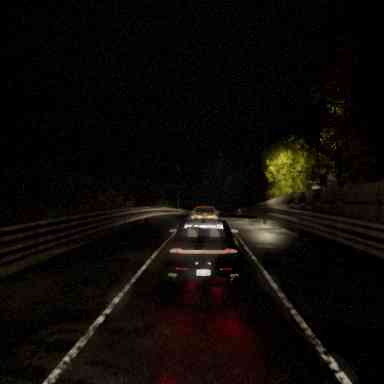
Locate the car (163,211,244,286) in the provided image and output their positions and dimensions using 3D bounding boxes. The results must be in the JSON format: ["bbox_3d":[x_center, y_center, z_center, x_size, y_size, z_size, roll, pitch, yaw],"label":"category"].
[{"bbox_3d":[0.326,1.500,9.434,2.128,1.511,4.902,0,0,2],"label":"car"}]

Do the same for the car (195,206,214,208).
[{"bbox_3d":[0.872,1.709,22.817,1.882,1.535,5.008,0,-2,3],"label":"car"}]

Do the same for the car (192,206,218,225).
[{"bbox_3d":[1.151,1.938,28.982,2.128,1.511,4.902,0,-2,3],"label":"car"}]

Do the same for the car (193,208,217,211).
[{"bbox_3d":[0.614,1.689,16.761,1.895,1.301,4.718,0,-1,2],"label":"car"}]

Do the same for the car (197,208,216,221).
[{"bbox_3d":[1.591,2.371,35.871,1.895,1.301,4.718,0,-3,3],"label":"car"}]
